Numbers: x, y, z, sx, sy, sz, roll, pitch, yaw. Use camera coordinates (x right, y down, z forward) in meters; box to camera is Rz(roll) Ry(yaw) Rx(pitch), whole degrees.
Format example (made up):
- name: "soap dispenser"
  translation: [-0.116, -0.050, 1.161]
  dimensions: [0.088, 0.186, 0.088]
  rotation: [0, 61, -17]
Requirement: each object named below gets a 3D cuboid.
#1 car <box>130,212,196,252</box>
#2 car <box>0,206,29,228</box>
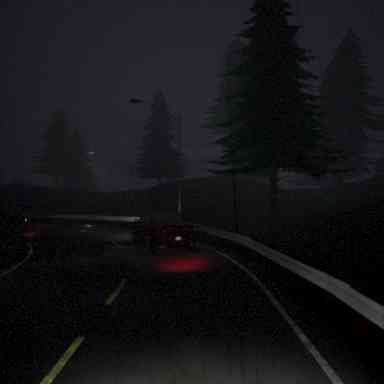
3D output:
- name: "car"
  translation: [-1.432, 1.620, 14.905]
  dimensions: [1.882, 1.535, 5.008]
  rotation: [0, 0, -22]
- name: "car"
  translation: [-14.371, 1.748, 23.937]
  dimensions: [4.892, 1.490, 1.837]
  rotation: [0, -1, 0]
